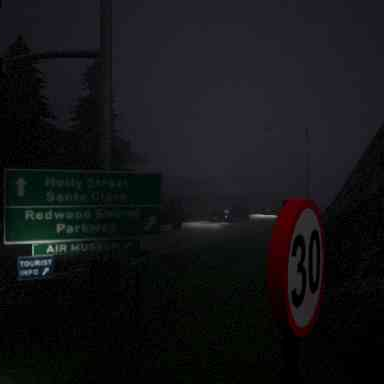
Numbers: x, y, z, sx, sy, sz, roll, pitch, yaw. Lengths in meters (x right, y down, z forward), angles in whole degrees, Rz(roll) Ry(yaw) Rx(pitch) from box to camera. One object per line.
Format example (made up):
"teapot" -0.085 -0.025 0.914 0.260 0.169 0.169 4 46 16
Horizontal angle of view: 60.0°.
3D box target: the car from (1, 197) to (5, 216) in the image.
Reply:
"car" -12.316 1.505 26.043 1.905 1.878 3.866 0 0 35

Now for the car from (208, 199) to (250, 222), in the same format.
"car" 3.261 1.544 28.865 2.097 1.767 4.553 0 0 36

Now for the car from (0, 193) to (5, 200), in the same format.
"car" -38.481 1.489 70.008 4.514 1.523 2.007 0 0 35

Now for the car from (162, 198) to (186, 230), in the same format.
"car" -2.633 1.414 20.775 2.150 2.045 5.566 0 0 36

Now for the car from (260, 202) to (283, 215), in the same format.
"car" 9.139 1.755 36.916 1.994 1.385 4.181 0 0 36
